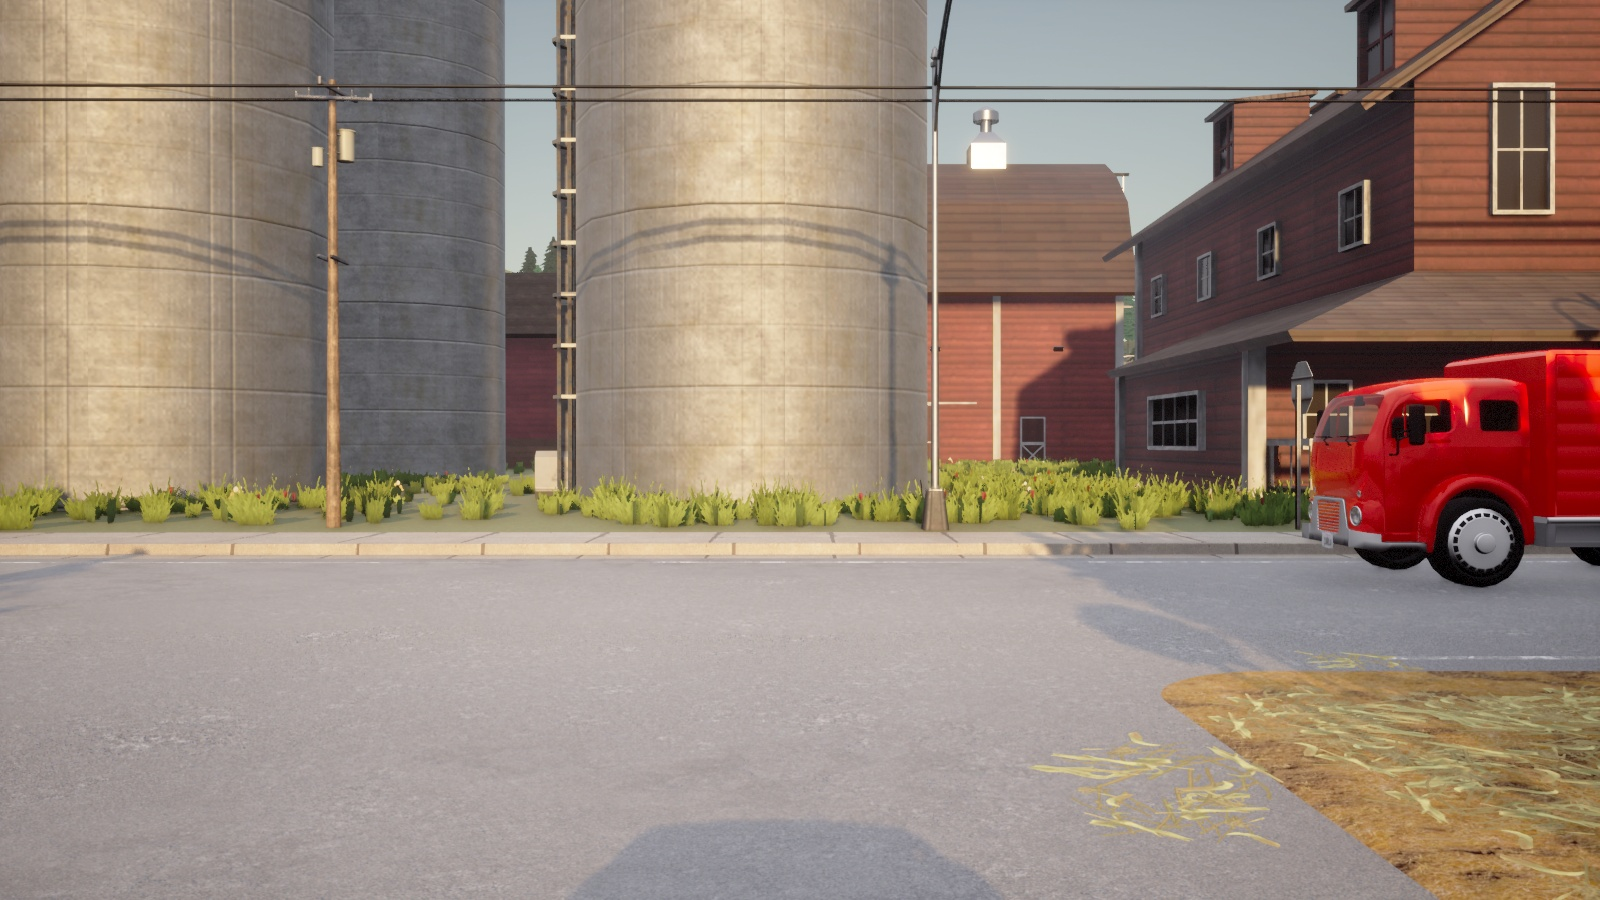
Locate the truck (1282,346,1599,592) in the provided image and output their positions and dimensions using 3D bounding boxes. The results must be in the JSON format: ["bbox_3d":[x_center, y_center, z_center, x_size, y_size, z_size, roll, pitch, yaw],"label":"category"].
[{"bbox_3d":[8.452,0.188,13.927,5.204,2.467,2.627,0,0,0],"label":"truck"}]
